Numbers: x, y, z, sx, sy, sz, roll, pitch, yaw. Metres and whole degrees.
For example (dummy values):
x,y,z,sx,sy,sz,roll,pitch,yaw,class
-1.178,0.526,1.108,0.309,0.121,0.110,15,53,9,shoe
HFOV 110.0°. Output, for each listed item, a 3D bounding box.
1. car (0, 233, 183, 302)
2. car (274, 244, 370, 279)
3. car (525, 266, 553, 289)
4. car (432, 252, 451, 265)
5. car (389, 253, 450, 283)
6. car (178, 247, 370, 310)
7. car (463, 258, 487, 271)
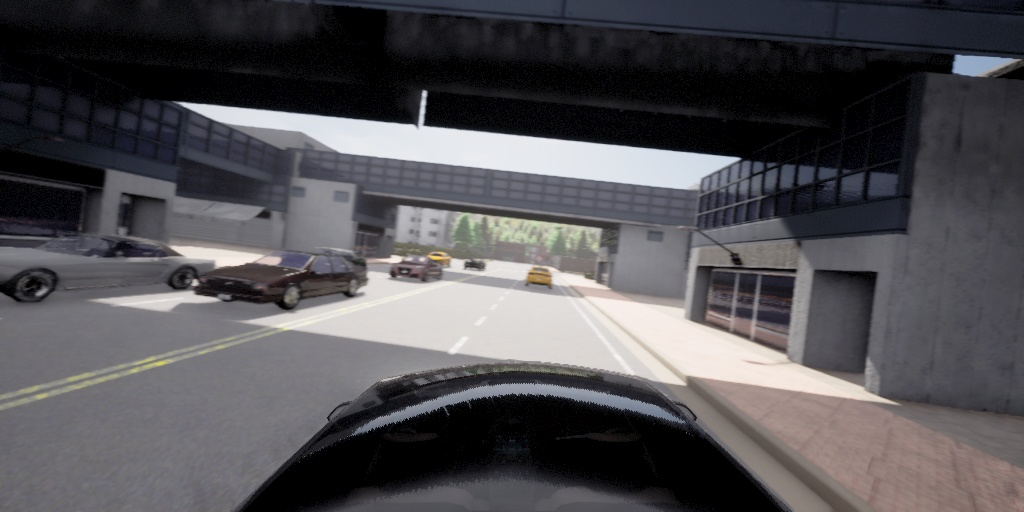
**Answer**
x,y,z,sx,sy,sz,roll,pitch,yaw,class
-9.792,0.157,8.400,1.895,1.301,4.718,7,0,4,car
-9.137,0.250,17.803,1.895,1.301,4.718,7,0,4,car
2.085,1.542,27.352,1.882,1.535,5.008,7,0,4,car
-7.707,0.329,37.449,1.882,1.535,5.008,7,0,4,car
-5.421,0.672,20.805,1.994,1.385,4.181,7,0,6,car
-6.150,0.552,10.601,2.033,1.411,5.357,7,0,4,car
-4.056,0.903,39.751,1.895,1.301,4.718,7,0,5,car
